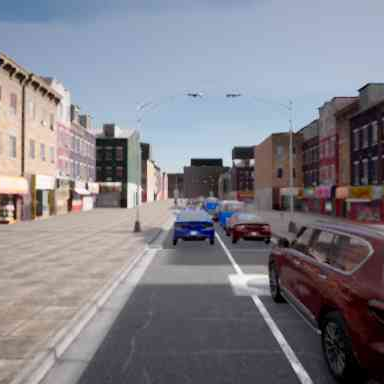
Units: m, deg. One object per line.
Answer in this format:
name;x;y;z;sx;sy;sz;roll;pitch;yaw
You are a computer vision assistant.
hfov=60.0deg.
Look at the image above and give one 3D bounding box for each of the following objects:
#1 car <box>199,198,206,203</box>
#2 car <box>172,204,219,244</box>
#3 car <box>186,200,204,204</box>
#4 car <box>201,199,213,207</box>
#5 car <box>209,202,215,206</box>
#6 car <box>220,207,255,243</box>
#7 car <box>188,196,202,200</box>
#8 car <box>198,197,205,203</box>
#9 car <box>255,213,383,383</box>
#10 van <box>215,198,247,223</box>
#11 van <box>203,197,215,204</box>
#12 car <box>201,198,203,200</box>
car;2.677;2.231;87.759;1.752;1.417;4.829;1;-1;0
car;0.057;1.595;16.468;1.882;1.535;5.008;0;0;0
car;0.114;1.881;38.748;1.895;1.301;4.718;0;0;0
car;2.667;2.004;60.744;1.887;1.381;4.507;1;0;0
car;2.656;1.763;27.502;1.947;1.339;4.313;1;0;0
car;2.653;1.662;16.421;1.887;1.381;4.507;1;0;0
car;0.118;1.763;55.170;2.097;1.767;4.553;0;-1;0
car;2.680;2.199;93.093;1.967;1.590;4.097;1;-1;0
car;2.652;1.354;5.341;2.192;1.841;5.009;1;0;0
van;2.658;1.498;21.963;1.690;1.788;3.998;1;0;0
van;2.664;1.663;44.124;1.690;1.788;3.998;1;0;0
car;2.664;1.893;49.834;1.752;1.417;4.829;1;0;0
